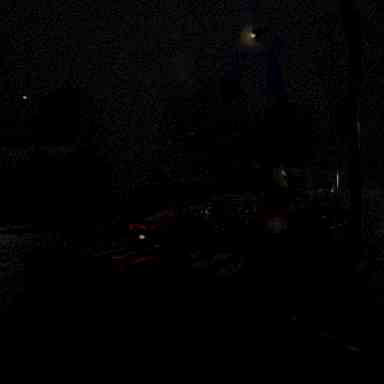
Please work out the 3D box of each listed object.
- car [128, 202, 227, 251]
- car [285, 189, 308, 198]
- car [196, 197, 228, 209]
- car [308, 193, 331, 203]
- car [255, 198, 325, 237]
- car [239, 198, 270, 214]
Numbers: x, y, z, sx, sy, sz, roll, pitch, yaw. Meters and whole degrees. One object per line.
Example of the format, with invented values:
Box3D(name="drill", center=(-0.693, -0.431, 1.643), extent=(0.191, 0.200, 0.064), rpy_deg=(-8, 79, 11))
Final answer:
Box3D(name="car", center=(-0.552, 1.421, 14.137), extent=(1.882, 1.535, 5.008), rpy_deg=(-1, 1, 31))
Box3D(name="car", center=(15.679, 0.573, 49.484), extent=(2.150, 2.045, 5.566), rpy_deg=(0, 0, 36))
Box3D(name="car", center=(1.408, 1.249, 29.411), extent=(2.128, 1.511, 4.902), rpy_deg=(0, 1, 35))
Box3D(name="car", center=(18.839, 0.839, 48.311), extent=(1.812, 1.442, 4.674), rpy_deg=(0, 1, 36))
Box3D(name="car", center=(5.239, 1.306, 17.290), extent=(1.882, 1.535, 5.008), rpy_deg=(-1, 1, 33))
Box3D(name="car", center=(6.243, 1.226, 30.625), extent=(2.033, 1.411, 5.357), rpy_deg=(0, 1, 35))
